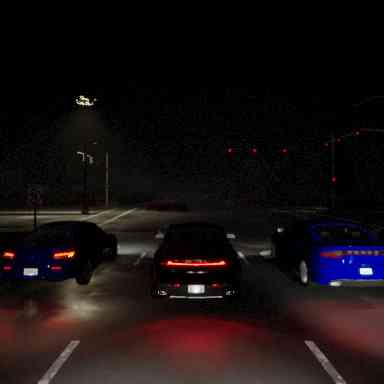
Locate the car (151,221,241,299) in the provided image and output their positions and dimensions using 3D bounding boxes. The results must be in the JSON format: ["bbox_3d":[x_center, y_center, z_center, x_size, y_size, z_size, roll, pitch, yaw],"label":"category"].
[{"bbox_3d":[0.087,1.505,8.430,1.837,1.490,4.892,0,0,0],"label":"car"}]

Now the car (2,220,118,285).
[{"bbox_3d":[-3.414,1.526,9.353,1.812,1.442,4.674,0,0,0],"label":"car"}]

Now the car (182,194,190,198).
[{"bbox_3d":[-1.709,1.547,92.706,1.994,1.385,4.181,0,0,0],"label":"car"}]

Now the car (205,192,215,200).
[{"bbox_3d":[5.289,1.472,92.261,1.882,1.535,5.008,0,0,0],"label":"car"}]

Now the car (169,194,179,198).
[{"bbox_3d":[-5.207,1.350,93.074,2.097,1.767,4.553,0,0,0],"label":"car"}]

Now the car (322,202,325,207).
[{"bbox_3d":[20.782,1.547,45.638,5.357,1.411,2.033,0,0,-1],"label":"car"}]

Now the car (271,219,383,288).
[{"bbox_3d":[3.589,1.478,9.307,1.882,1.535,5.008,0,0,0],"label":"car"}]

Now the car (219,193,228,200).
[{"bbox_3d":[8.796,1.222,93.943,2.150,2.045,5.566,0,0,0],"label":"car"}]

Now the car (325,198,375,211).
[{"bbox_3d":[18.611,1.492,38.609,4.902,1.511,2.128,0,0,-1],"label":"car"}]

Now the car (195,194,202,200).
[{"bbox_3d":[1.789,1.472,92.275,1.882,1.535,5.008,0,0,0],"label":"car"}]

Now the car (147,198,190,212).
[{"bbox_3d":[-2.851,1.601,38.353,4.718,1.301,1.895,0,0,-1],"label":"car"}]

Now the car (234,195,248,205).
[{"bbox_3d":[8.661,1.351,59.134,2.097,1.767,4.553,0,0,1],"label":"car"}]
